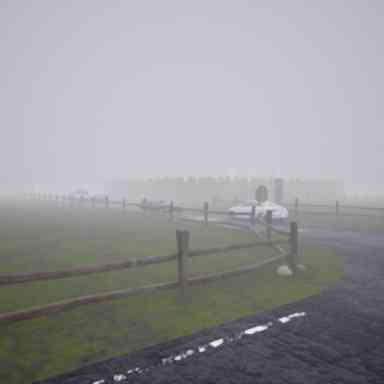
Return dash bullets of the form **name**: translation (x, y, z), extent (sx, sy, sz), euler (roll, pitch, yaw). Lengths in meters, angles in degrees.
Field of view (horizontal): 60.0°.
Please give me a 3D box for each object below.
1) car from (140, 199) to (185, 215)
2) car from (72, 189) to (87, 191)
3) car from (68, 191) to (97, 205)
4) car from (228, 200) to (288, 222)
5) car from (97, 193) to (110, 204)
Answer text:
- **car**: translation (-2.557, 1.272, 28.256), extent (1.895, 1.301, 4.718), euler (1, 0, -36)
- **car**: translation (-19.400, 0.579, 56.606), extent (2.150, 2.045, 5.566), euler (1, 0, -36)
- **car**: translation (-15.155, 0.974, 45.885), extent (1.812, 1.442, 4.674), euler (1, 0, -35)
- **car**: translation (4.537, 1.305, 23.265), extent (1.812, 1.442, 4.674), euler (1, 0, -36)
- **car**: translation (-13.542, 0.966, 48.538), extent (1.837, 1.490, 4.892), euler (1, 0, -35)
